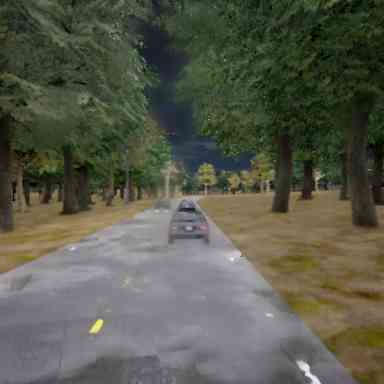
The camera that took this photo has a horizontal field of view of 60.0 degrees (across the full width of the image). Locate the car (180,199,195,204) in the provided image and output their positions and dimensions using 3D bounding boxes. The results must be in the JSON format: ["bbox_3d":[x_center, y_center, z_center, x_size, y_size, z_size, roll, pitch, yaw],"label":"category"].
[{"bbox_3d":[-0.565,1.574,39.817,1.994,1.385,4.181,0,0,-1],"label":"car"}]

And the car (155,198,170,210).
[{"bbox_3d":[-3.768,1.553,43.410,2.033,1.411,5.357,0,0,0],"label":"car"}]

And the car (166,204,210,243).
[{"bbox_3d":[-0.159,1.546,16.129,2.033,1.411,5.357,0,0,-1],"label":"car"}]
